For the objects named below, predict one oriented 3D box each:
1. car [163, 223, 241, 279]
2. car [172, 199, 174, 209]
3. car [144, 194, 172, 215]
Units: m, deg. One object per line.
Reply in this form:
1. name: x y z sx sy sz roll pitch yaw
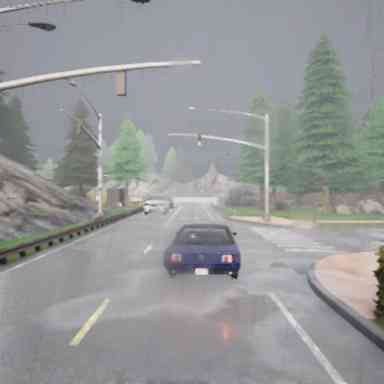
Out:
1. car: 0.431 1.601 10.109 1.895 1.301 4.718 0 0 5
2. car: -3.547 1.351 44.439 2.097 1.767 4.553 0 0 0
3. car: -3.584 1.221 34.483 2.150 2.045 5.566 0 0 0
